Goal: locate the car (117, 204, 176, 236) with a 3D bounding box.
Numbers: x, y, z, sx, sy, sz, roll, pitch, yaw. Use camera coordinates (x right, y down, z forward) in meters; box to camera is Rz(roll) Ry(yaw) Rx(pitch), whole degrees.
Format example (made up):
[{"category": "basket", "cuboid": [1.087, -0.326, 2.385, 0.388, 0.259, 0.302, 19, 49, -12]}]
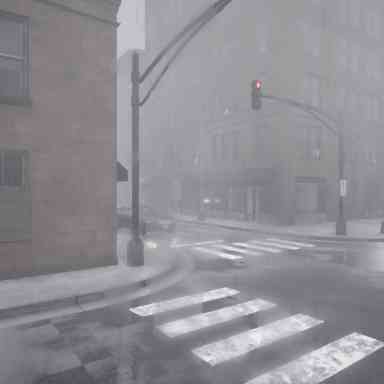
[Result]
[{"category": "car", "cuboid": [-2.719, 1.399, 18.080, 2.128, 1.511, 4.902, 0, 0, -36]}]
